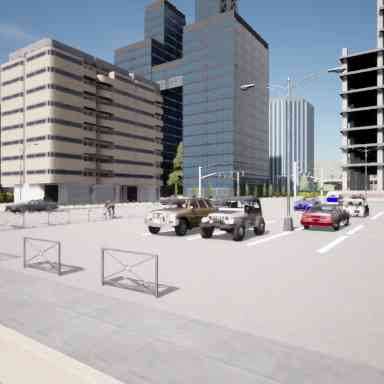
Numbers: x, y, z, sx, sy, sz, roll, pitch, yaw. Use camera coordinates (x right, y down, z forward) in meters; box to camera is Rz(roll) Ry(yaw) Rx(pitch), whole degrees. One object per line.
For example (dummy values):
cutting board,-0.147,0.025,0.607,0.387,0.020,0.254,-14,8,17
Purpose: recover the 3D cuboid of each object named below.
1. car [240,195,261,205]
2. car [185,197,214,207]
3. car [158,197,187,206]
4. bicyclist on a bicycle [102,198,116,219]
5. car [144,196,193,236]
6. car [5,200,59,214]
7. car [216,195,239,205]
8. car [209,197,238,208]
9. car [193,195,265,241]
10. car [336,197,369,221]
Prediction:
car,10.317,1.352,58.394,2.097,1.767,4.553,0,0,34
car,1.247,1.492,51.185,2.128,1.511,4.902,0,0,34
car,-3.305,1.548,57.097,2.033,1.411,5.357,0,0,34
bicyclist on a bicycle,-6.582,1.302,26.262,1.656,1.620,0.582,0,0,34
car,-0.334,1.153,17.314,1.932,1.855,4.605,0,0,34
car,-17.309,1.547,36.280,2.033,1.411,5.357,0,0,34
car,6.281,1.352,58.820,2.097,1.767,4.553,0,0,34
car,4.843,1.547,50.190,2.033,1.411,5.357,0,0,34
car,2.037,1.156,15.653,1.905,1.878,3.866,0,0,34
car,14.033,1.395,28.634,1.970,1.475,3.806,0,0,34
